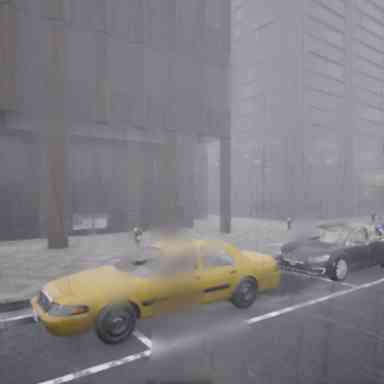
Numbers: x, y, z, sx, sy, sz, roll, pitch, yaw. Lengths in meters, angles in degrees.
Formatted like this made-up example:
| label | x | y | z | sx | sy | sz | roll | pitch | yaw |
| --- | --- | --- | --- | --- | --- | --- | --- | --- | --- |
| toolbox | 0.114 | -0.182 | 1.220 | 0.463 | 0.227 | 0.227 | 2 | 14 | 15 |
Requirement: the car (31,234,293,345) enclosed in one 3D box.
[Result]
| label | x | y | z | sx | sy | sz | roll | pitch | yaw |
| --- | --- | --- | --- | --- | --- | --- | --- | --- | --- |
| car | -0.378 | 1.538 | 6.378 | 4.829 | 1.417 | 1.752 | 0 | 0 | -35 |

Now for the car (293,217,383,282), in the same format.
| label | x | y | z | sx | sy | sz | roll | pitch | yaw |
| --- | --- | --- | --- | --- | --- | --- | --- | --- | --- |
| car | 4.353 | 1.587 | 9.743 | 4.403 | 1.369 | 2.008 | 0 | 0 | -35 |
